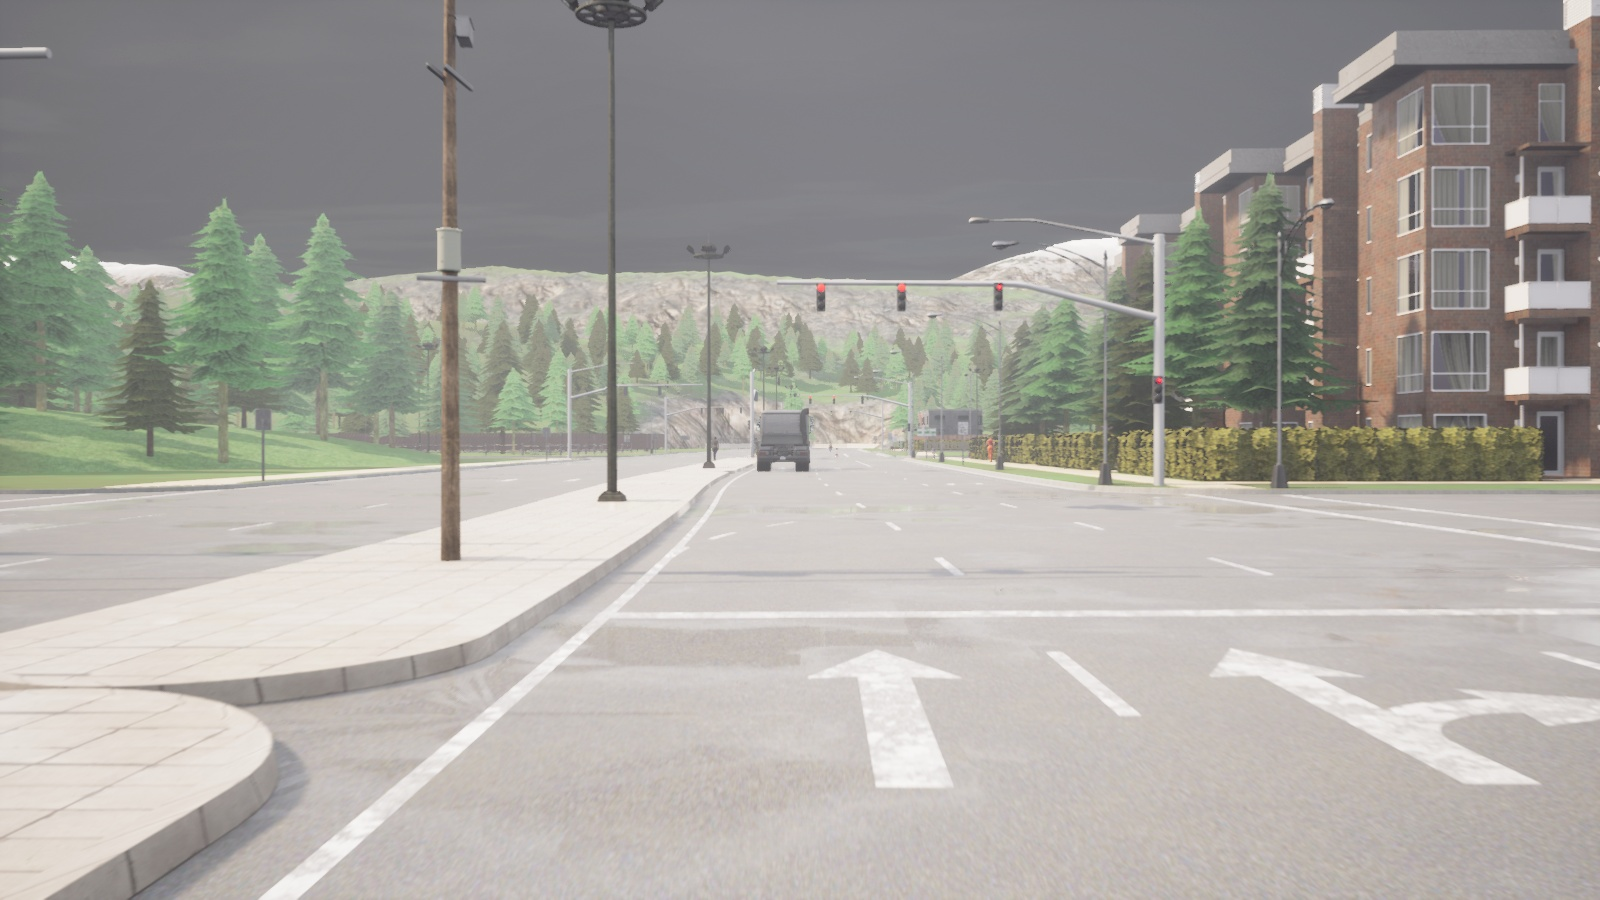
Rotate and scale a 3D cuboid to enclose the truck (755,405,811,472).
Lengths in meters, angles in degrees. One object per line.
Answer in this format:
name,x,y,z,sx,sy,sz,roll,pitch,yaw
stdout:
truck,-0.874,-0.626,69.198,2.891,3.462,7.936,0,0,0
